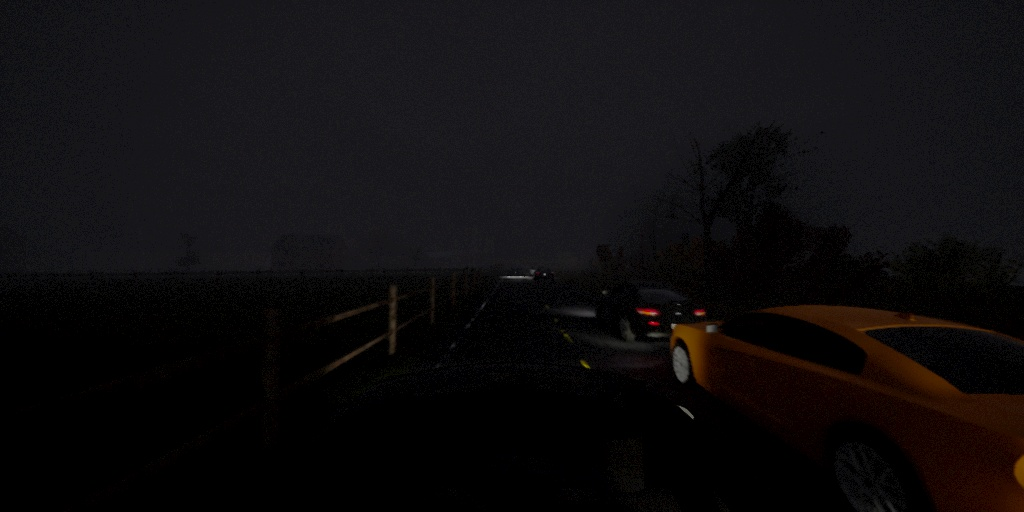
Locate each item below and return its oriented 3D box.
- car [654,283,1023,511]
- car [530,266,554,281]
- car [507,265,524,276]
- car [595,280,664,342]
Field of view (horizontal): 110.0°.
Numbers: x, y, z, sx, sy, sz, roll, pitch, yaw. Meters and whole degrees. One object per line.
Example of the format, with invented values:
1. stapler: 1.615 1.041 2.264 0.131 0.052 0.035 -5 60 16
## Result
1. car: 3.577 1.288 4.081 1.882 1.535 5.008 1 -1 1
2. car: 3.184 1.772 36.652 1.994 1.385 4.181 1 -1 1
3. car: 0.464 1.867 45.674 1.994 1.385 4.181 1 -1 1
4. car: 3.644 1.407 10.080 1.812 1.442 4.674 1 -1 1
